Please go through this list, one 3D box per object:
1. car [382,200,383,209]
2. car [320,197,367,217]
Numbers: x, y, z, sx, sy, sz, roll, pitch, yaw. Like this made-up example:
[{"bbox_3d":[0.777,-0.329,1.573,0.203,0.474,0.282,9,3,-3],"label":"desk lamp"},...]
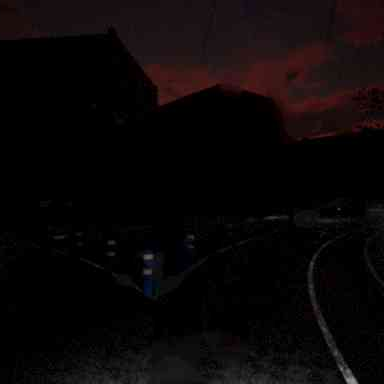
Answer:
[{"bbox_3d":[21.900,0.944,35.054,5.008,1.535,1.882,-1,1,-38],"label":"car"},{"bbox_3d":[12.737,1.200,27.909,5.008,1.535,1.882,-1,1,-38],"label":"car"}]
